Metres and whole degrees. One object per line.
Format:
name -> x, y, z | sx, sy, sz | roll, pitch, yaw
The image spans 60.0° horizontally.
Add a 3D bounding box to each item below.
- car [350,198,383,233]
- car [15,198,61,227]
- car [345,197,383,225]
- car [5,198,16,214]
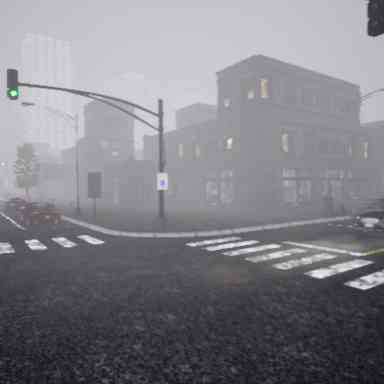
car -> 9.228, 1.036, 15.002 | 4.902, 1.511, 2.128 | -2, 1, -35
car -> -9.273, 1.240, 20.287 | 1.887, 1.381, 4.507 | -1, 1, -34
car -> 10.943, 1.013, 19.341 | 4.206, 1.307, 1.802 | -2, 2, -35
car -> -15.457, 1.160, 29.483 | 1.802, 1.307, 4.206 | -1, 1, -34
